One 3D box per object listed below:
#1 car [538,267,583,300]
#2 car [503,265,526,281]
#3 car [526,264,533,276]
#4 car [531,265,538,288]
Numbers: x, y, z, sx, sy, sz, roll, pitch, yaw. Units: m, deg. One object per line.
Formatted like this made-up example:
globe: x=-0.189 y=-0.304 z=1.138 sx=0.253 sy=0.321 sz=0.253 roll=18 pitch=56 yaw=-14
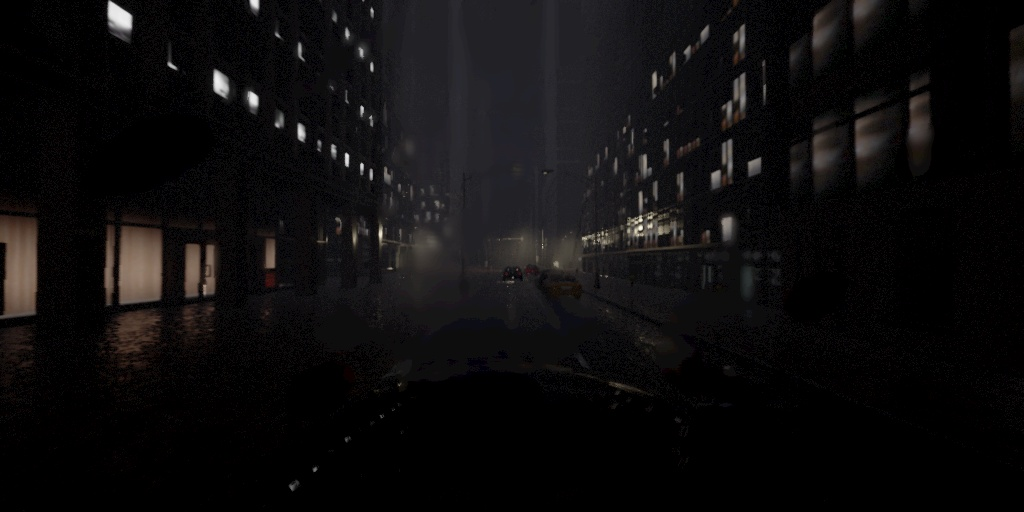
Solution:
car: x=2.563 y=1.474 z=18.959 sx=1.751 sy=1.417 sz=4.829 roll=0 pitch=0 yaw=0
car: x=0.103 y=1.740 z=35.486 sx=1.895 sy=1.301 sz=4.718 roll=0 pitch=-1 yaw=0
car: x=2.559 y=1.808 z=46.544 sx=1.888 sy=1.381 sz=4.507 roll=0 pitch=0 yaw=0
car: x=2.562 y=1.562 z=24.340 sx=2.007 sy=1.370 sz=4.403 roll=0 pitch=0 yaw=0
